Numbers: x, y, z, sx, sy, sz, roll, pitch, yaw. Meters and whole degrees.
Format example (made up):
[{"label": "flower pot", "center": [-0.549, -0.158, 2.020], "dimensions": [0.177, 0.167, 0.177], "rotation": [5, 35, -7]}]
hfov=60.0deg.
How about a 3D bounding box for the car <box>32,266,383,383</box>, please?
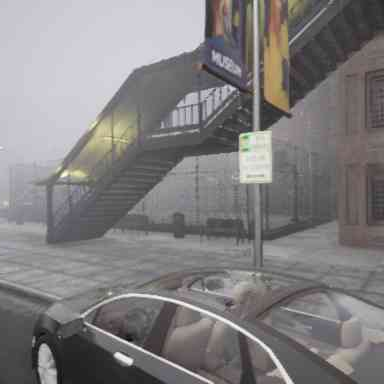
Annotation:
[{"label": "car", "center": [0.112, 1.494, 3.181], "dimensions": [2.231, 1.521, 4.892], "rotation": [0, 0, -45]}]
